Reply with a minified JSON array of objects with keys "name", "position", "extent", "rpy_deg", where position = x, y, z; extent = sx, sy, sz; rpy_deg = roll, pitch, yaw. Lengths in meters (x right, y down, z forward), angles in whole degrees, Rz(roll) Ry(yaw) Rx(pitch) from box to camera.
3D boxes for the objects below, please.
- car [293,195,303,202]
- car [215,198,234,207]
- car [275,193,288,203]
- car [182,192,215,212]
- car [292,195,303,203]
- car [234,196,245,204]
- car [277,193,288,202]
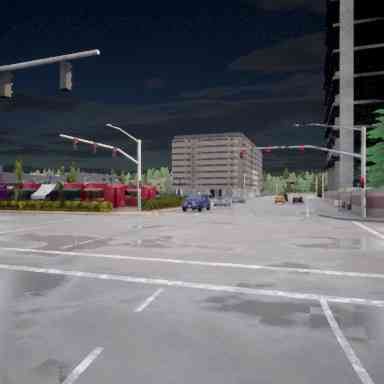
[{"name":"car","position":[24.762,1.551,77.346],"extent":[2.128,1.511,4.902],"rpy_deg":[0,0,19]},{"name":"car","position":[4.670,1.618,51.236],"extent":[1.895,1.301,4.718],"rpy_deg":[0,0,19]},{"name":"car","position":[18.254,1.501,69.008],"extent":[1.882,1.535,5.008],"rpy_deg":[0,0,19]},{"name":"car","position":[0.608,1.234,39.325],"extent":[2.150,2.045,5.566],"rpy_deg":[0,0,19]},{"name":"car","position":[21.467,1.500,67.604],"extent":[1.882,1.535,5.008],"rpy_deg":[0,0,19]},{"name":"car","position":[8.755,1.512,63.086],"extent":[2.128,1.511,4.902],"rpy_deg":[0,0,19]},{"name":"car","position":[21.568,1.251,78.825],"extent":[2.150,2.045,5.566],"rpy_deg":[0,0,19]}]
